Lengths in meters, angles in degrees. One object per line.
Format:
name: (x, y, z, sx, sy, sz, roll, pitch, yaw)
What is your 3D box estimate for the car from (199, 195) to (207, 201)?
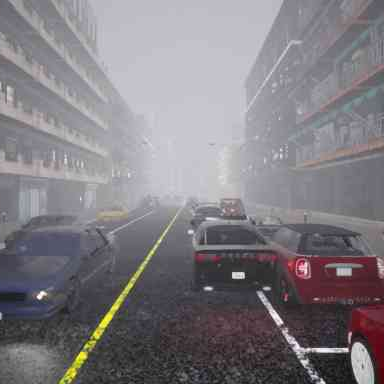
car: (2.805, 1.517, 86.746, 1.887, 1.381, 4.507, 0, 0, 0)

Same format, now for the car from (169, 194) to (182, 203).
car: (-2.913, 1.334, 66.911, 2.097, 1.767, 4.553, 0, 0, 0)

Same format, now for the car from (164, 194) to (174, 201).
car: (-5.583, 1.415, 81.125, 1.967, 1.590, 4.097, 0, 0, 0)

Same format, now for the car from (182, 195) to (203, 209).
car: (0.069, 1.483, 45.583, 2.128, 1.511, 4.902, 0, 0, 0)

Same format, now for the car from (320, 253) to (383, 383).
car: (2.693, 1.545, 2.201, 1.887, 1.381, 4.507, 0, 0, 0)

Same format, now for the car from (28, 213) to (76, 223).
car: (-5.673, 1.565, 13.487, 1.947, 1.339, 4.313, 0, 0, 0)

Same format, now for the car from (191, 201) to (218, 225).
car: (0.858, 1.503, 24.972, 1.837, 1.490, 4.892, 0, 0, 0)

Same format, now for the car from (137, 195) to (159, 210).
car: (-5.635, 1.432, 41.671, 1.967, 1.590, 4.097, 0, 0, 0)

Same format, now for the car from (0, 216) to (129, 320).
car: (-3.090, 1.547, 7.847, 2.033, 1.411, 5.357, 0, 0, 0)

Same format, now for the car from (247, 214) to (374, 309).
car: (2.701, 1.440, 7.838, 1.967, 1.590, 4.097, 0, 0, 0)

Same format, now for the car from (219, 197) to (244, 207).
car: (2.724, 1.312, 24.746, 2.192, 1.841, 5.009, 0, 0, 0)

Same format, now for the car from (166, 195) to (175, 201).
car: (-5.575, 1.517, 86.762, 1.887, 1.381, 4.507, 0, 0, 0)

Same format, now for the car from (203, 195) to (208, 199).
car: (2.790, 1.503, 75.644, 1.752, 1.417, 4.829, 0, 0, 0)

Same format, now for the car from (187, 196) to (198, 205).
car: (0.078, 1.463, 59.521, 1.882, 1.535, 5.008, 0, 0, 0)

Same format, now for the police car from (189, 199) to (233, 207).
police car: (0.924, 1.424, 19.082, 1.930, 1.638, 5.238, 0, 0, 0)

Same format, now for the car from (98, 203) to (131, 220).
car: (-5.658, 1.523, 24.591, 1.752, 1.417, 4.829, 0, 0, 0)

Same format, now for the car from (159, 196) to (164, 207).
car: (-5.627, 1.305, 47.307, 2.192, 1.841, 5.009, 0, 0, 0)

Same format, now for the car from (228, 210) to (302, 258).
car: (2.708, 1.550, 13.473, 2.008, 1.369, 4.403, 0, 0, 0)

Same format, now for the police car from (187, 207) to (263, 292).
police car: (0.910, 1.425, 9.082, 1.930, 1.638, 5.238, 0, 0, 0)

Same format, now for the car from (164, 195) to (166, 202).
car: (-5.621, 1.570, 52.944, 1.802, 1.307, 4.206, 0, 0, 0)

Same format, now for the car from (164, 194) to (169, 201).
car: (-5.589, 1.293, 75.489, 2.192, 1.841, 5.009, 0, 0, 0)
